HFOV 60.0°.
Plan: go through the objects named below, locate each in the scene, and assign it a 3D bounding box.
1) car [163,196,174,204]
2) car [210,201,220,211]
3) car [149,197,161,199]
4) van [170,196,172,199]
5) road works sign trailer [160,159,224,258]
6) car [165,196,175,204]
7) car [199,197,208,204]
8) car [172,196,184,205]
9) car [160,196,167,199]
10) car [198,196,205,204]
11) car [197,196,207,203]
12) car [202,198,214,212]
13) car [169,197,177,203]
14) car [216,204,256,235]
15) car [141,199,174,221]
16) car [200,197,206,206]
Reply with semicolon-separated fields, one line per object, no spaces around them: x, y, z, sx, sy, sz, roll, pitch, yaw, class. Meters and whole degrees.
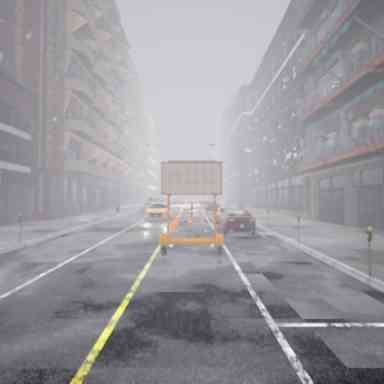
-5.285;1.779;74.765;2.192;1.841;5.009;1;0;0;car
2.587;1.649;25.098;1.752;1.417;4.829;1;0;0;car
-5.292;1.749;41.412;1.752;1.417;4.829;2;0;0;car
-5.287;1.718;63.705;1.690;1.788;3.998;1;0;0;van
-0.008;0.525;13.081;2.380;3.560;2.880;0;0;0;road works sign trailer
-5.285;1.824;80.295;2.192;1.841;5.009;1;0;0;car
2.600;1.903;74.704;1.967;1.590;4.097;1;0;0;car
-2.745;1.893;68.988;1.882;1.535;5.008;0;0;0;car
-5.286;1.575;47.115;2.192;1.841;5.009;2;0;0;car
2.589;1.921;63.641;1.887;1.381;4.507;1;0;0;car
2.561;1.870;85.766;2.192;1.841;5.009;1;-1;0;car
2.587;1.769;41.518;1.887;1.381;4.507;1;0;0;car
-5.291;2.170;91.355;1.947;1.339;4.313;1;-1;0;car
2.586;1.638;19.396;1.887;1.381;4.507;1;0;0;car
-2.847;1.621;28.562;1.882;1.535;5.008;0;0;0;car
2.587;1.810;47.050;2.008;1.369;4.403;1;0;0;car
